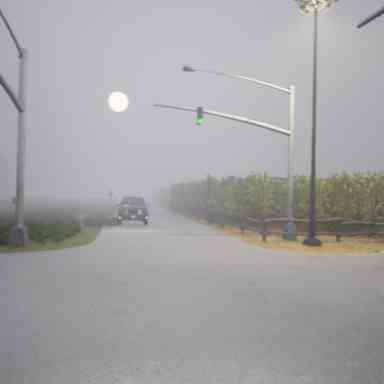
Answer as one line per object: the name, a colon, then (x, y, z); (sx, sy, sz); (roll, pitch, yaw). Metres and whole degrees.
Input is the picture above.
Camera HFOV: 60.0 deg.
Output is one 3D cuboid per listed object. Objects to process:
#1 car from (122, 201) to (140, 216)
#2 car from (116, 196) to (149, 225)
car: (-6.494, 1.695, 35.261); (1.812, 1.442, 4.674); (1, 0, -11)
car: (-4.567, 1.357, 25.577); (2.150, 2.045, 5.566); (1, 0, -11)
